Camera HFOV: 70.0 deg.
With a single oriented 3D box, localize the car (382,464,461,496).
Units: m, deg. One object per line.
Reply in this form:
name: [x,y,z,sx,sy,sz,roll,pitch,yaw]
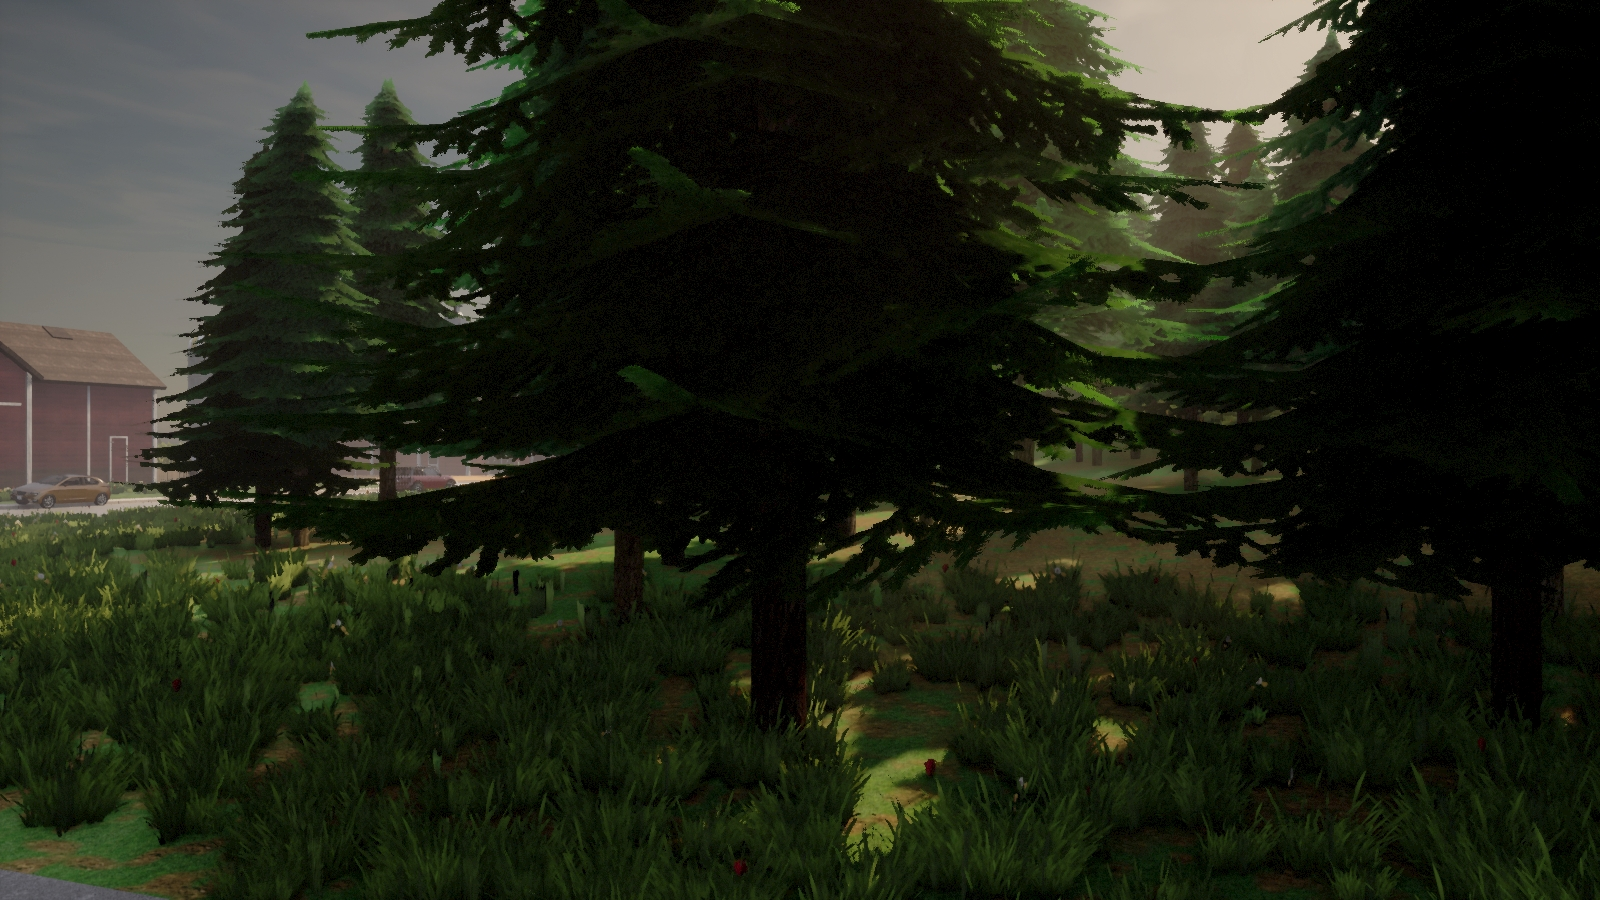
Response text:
car: [-22.433,1.766,67.869,2.097,1.767,4.553,0,0,20]
